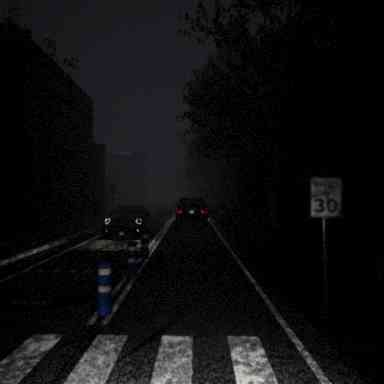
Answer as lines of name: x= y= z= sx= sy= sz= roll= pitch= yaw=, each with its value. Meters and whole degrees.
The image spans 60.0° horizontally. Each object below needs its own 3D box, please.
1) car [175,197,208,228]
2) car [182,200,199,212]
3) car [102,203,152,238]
car: x=-0.034 y=1.367 z=23.690 sx=2.150 sy=2.045 sz=5.566 roll=0 pitch=0 yaw=0
car: x=-0.226 y=1.768 z=42.829 sx=2.033 sy=1.411 sz=5.357 roll=0 pitch=0 yaw=-1
car: x=-3.446 y=1.459 z=18.443 sx=2.097 sy=1.767 sz=4.553 roll=0 pitch=0 yaw=0
